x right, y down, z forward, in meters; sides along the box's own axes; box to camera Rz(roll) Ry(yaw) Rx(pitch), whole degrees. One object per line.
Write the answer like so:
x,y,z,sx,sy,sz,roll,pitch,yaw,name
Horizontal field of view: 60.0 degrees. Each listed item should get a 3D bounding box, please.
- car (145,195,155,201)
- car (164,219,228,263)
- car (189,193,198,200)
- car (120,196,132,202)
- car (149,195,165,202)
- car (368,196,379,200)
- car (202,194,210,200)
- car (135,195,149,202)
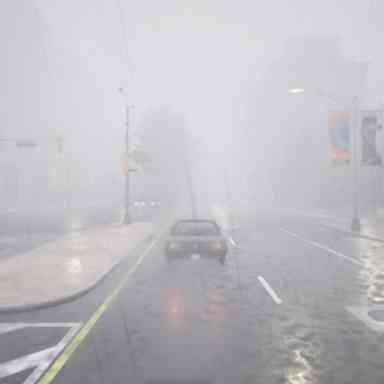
-11.070,1.446,88.165,1.837,1.490,4.892,0,0,0,car
0.128,1.595,11.871,1.895,1.301,4.718,0,0,1,car
0.448,1.170,91.819,2.150,2.045,5.566,0,0,0,car
-14.399,1.547,72.248,1.895,1.301,4.718,0,0,0,car
-7.648,1.552,72.564,1.895,1.301,4.718,0,0,0,car
38.302,1.469,73.383,2.231,1.521,4.892,0,0,0,car
3.950,1.473,92.188,2.128,1.511,4.902,0,0,0,car
-11.148,1.549,72.571,1.895,1.301,4.718,0,0,0,car
